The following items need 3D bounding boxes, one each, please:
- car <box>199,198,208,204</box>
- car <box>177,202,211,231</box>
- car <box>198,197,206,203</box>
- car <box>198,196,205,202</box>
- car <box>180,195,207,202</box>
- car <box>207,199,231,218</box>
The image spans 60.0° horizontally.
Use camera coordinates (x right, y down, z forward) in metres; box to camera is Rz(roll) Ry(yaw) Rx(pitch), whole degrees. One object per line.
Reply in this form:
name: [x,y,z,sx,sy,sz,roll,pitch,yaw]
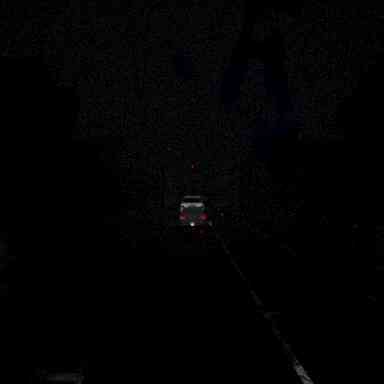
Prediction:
car: [2.622,1.970,74.835,1.802,1.307,4.206,-1,0,0]
car: [0.056,1.626,21.210,1.812,1.442,4.674,0,0,1]
car: [2.621,1.994,85.900,1.887,1.381,4.507,-1,0,0]
car: [2.619,1.921,91.433,1.967,1.590,4.097,-1,0,0]
car: [0.032,1.371,30.962,2.150,2.045,5.566,0,0,1]
car: [2.622,1.702,31.326,2.008,1.369,4.403,-1,0,0]
